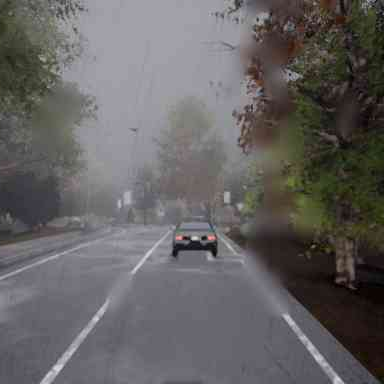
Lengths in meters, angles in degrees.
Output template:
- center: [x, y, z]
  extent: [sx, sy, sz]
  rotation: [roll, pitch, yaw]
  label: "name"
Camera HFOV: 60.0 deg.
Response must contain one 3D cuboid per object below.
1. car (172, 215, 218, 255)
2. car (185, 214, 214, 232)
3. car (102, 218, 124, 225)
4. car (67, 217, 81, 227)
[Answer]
- center: [0.107, 1.835, 14.606]
  extent: [2.033, 1.411, 5.357]
  rotation: [0, -2, 0]
  label: "car"
- center: [0.763, 2.732, 29.779]
  extent: [2.033, 1.411, 5.357]
  rotation: [-1, -5, 7]
  label: "car"
- center: [-16.005, 6.035, 67.728]
  extent: [1.837, 1.490, 4.892]
  rotation: [-4, -5, 36]
  label: "car"
- center: [-17.942, 4.566, 50.578]
  extent: [1.812, 1.442, 4.674]
  rotation: [2, -6, -22]
  label: "car"
